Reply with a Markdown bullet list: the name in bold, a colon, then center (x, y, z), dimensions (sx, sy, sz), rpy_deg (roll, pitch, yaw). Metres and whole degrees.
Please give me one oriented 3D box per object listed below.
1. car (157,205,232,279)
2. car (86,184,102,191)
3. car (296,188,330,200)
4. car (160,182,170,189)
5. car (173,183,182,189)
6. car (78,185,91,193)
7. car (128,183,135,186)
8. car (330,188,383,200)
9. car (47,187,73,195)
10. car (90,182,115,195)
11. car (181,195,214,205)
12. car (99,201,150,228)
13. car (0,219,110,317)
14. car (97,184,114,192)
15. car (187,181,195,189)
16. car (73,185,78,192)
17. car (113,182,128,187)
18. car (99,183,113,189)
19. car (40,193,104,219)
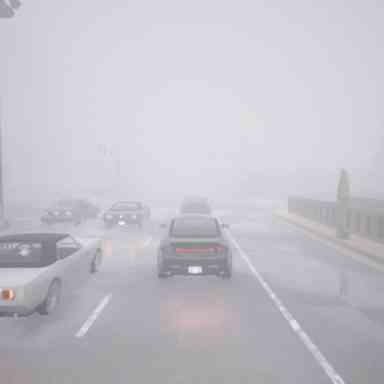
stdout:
- **car**: center (0.064, 1.399, 9.805), dimensions (1.837, 1.490, 4.892), rpy_deg (0, 2, 0)
- **car**: center (-21.287, -1.023, 72.454), dimensions (2.128, 1.511, 4.902), rpy_deg (0, 2, 0)
- **car**: center (15.048, 0.233, 40.485), dimensions (4.674, 1.442, 1.812), rpy_deg (0, 2, 2)
- **car**: center (-7.344, -1.580, 86.543), dimensions (1.812, 1.442, 4.674), rpy_deg (0, 2, 0)
- **car**: center (-3.844, -1.581, 86.557), dimensions (1.812, 1.442, 4.674), rpy_deg (0, 2, 0)
- **car**: center (-17.791, -0.513, 58.620), dimensions (2.128, 1.511, 4.902), rpy_deg (0, 2, 0)
- **car**: center (-14.307, -1.238, 77.301), dimensions (1.837, 1.490, 4.892), rpy_deg (0, 2, 0)
- **car**: center (18.489, 0.327, 36.870), dimensions (5.008, 1.535, 1.882), rpy_deg (0, 2, 2)
- **car**: center (-21.290, -0.191, 53.180), dimensions (1.895, 1.301, 4.718), rpy_deg (0, 2, 0)
- **car**: center (-14.259, -0.319, 53.320), dimensions (1.882, 1.535, 5.008), rpy_deg (0, 2, -1)
- **car**: center (0.318, 0.975, 21.044), dimensions (1.837, 1.490, 4.892), rpy_deg (0, 2, 3)
- **car**: center (-3.468, 1.165, 18.586), dimensions (1.895, 1.301, 4.718), rpy_deg (0, 2, 0)
- **car**: center (-3.428, 1.561, 7.396), dimensions (1.895, 1.301, 4.718), rpy_deg (0, 1, 0)
- **car**: center (-17.771, -0.864, 68.411), dimensions (2.128, 1.511, 4.902), rpy_deg (0, 2, 0)
- **car**: center (-0.350, -1.627, 87.838), dimensions (2.128, 1.511, 4.902), rpy_deg (0, 2, 0)
- **car**: center (-21.266, -0.617, 62.116), dimensions (1.812, 1.442, 4.674), rpy_deg (0, 2, 0)
- **car**: center (-14.277, -0.965, 63.239), dimensions (2.150, 2.045, 5.566), rpy_deg (0, 2, 0)
- **car**: center (-21.330, -1.418, 82.842), dimensions (2.033, 1.411, 5.357), rpy_deg (0, 2, 0)
- **car**: center (-6.973, 1.073, 19.588), dimensions (2.033, 1.411, 5.357), rpy_deg (0, 2, 0)
